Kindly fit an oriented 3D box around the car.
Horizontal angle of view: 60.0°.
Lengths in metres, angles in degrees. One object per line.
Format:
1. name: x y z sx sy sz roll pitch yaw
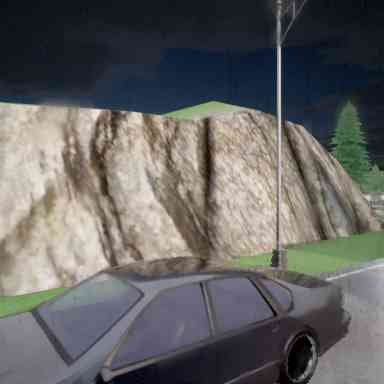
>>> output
1. car: -0.343 1.547 3.750 5.357 1.411 2.033 0 0 -36
